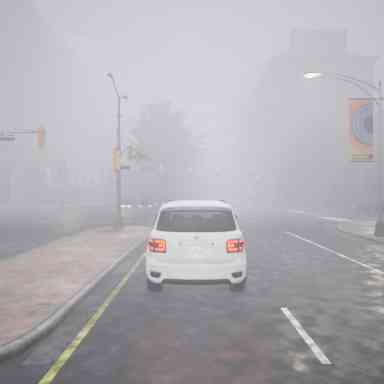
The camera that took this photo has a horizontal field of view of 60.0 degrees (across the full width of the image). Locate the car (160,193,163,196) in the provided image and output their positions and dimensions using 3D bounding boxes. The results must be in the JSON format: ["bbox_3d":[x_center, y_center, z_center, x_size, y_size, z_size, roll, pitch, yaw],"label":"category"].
[{"bbox_3d":[-7.687,1.225,77.251,2.150,2.045,5.566,0,0,0],"label":"car"}]

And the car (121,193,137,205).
[{"bbox_3d":[-11.326,1.491,59.772,2.128,1.511,4.902,0,0,1],"label":"car"}]

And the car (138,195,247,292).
[{"bbox_3d":[0.108,1.221,9.101,2.150,2.045,5.566,0,0,1],"label":"car"}]

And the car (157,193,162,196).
[{"bbox_3d":[-7.753,1.525,66.873,1.812,1.442,4.674,0,0,1],"label":"car"}]

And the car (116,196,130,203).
[{"bbox_3d":[-14.466,1.595,69.824,1.895,1.301,4.718,0,0,0],"label":"car"}]

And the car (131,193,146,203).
[{"bbox_3d":[-11.218,1.225,69.691,2.150,2.045,5.566,0,0,0],"label":"car"}]

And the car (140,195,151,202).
[{"bbox_3d":[-11.175,1.525,80.129,2.128,1.511,4.902,0,0,0],"label":"car"}]

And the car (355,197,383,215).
[{"bbox_3d":[18.811,1.491,32.887,4.902,1.511,2.128,0,0,1],"label":"car"}]

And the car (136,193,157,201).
[{"bbox_3d":[-7.845,1.352,57.989,2.097,1.767,4.553,0,0,0],"label":"car"}]
